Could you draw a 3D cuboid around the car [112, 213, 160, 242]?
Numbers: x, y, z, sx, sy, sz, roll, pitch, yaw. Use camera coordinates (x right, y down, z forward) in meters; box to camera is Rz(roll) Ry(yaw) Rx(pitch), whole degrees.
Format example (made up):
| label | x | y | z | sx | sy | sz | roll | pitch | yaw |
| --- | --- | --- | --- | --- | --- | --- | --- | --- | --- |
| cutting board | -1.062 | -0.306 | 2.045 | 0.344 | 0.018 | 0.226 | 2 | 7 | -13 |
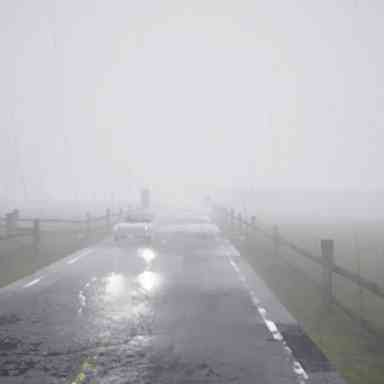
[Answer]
| label | x | y | z | sx | sy | sz | roll | pitch | yaw |
| --- | --- | --- | --- | --- | --- | --- | --- | --- | --- |
| car | -2.854 | 1.817 | 17.719 | 1.895 | 1.301 | 4.718 | 0 | -1 | 0 |
